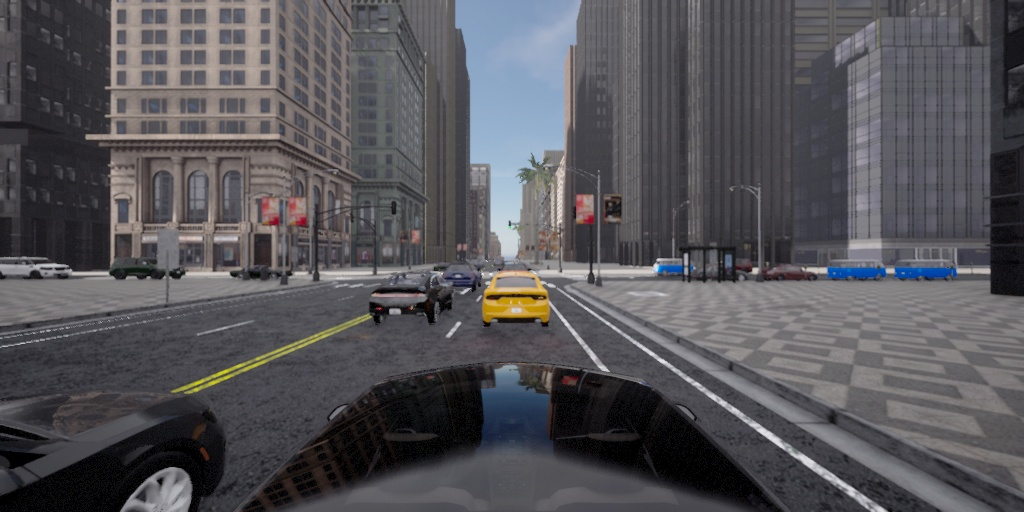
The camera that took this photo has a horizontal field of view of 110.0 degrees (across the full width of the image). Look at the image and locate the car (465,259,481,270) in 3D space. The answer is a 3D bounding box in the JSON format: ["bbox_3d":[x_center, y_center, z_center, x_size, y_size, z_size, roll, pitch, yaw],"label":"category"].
[{"bbox_3d":[-6.452,1.367,60.255,2.097,1.767,4.553,0,0,1],"label":"car"}]

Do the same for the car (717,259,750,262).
[{"bbox_3d":[22.822,1.199,38.163,5.009,1.841,2.192,0,0,0],"label":"car"}]

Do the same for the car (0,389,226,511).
[{"bbox_3d":[-3.151,1.252,0.787,1.837,1.490,4.892,0,0,0],"label":"car"}]

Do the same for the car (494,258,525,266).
[{"bbox_3d":[0.146,1.197,22.794,2.097,1.767,4.553,0,0,0],"label":"car"}]

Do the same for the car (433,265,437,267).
[{"bbox_3d":[-9.744,1.568,49.829,1.895,1.301,4.718,0,0,-2],"label":"car"}]

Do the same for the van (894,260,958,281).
[{"bbox_3d":[34.163,1.206,29.617,3.998,1.789,1.690,0,0,0],"label":"van"}]

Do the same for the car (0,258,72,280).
[{"bbox_3d":[-43.702,1.157,32.592,5.566,2.045,2.150,0,0,0],"label":"car"}]

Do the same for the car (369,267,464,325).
[{"bbox_3d":[-3.128,1.288,12.050,2.128,1.511,4.902,0,0,0],"label":"car"}]

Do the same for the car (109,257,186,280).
[{"bbox_3d":[-32.995,1.144,32.512,5.566,2.045,2.150,0,0,1],"label":"car"}]

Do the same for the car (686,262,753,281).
[{"bbox_3d":[17.131,1.424,29.648,4.403,1.370,2.007,0,0,0],"label":"car"}]

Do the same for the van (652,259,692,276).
[{"bbox_3d":[17.145,1.229,38.173,3.998,1.789,1.690,0,0,0],"label":"van"}]

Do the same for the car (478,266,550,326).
[{"bbox_3d":[0.119,1.273,11.855,1.882,1.535,5.008,0,0,0],"label":"car"}]

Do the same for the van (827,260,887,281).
[{"bbox_3d":[28.486,1.208,29.627,3.998,1.789,1.690,0,0,0],"label":"van"}]

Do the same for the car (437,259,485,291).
[{"bbox_3d":[-3.105,1.196,22.760,2.097,1.767,4.553,0,0,0],"label":"car"}]

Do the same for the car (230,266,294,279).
[{"bbox_3d":[-22.522,1.512,32.433,4.718,1.301,1.895,0,0,0],"label":"car"}]

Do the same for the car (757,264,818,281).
[{"bbox_3d":[22.809,1.452,29.638,4.207,1.307,1.802,0,0,0],"label":"car"}]
